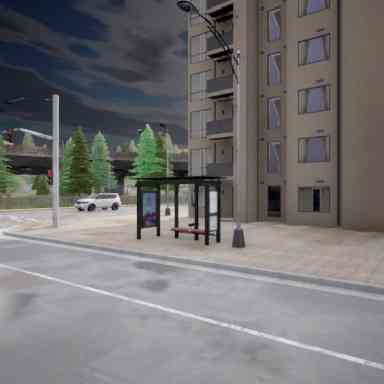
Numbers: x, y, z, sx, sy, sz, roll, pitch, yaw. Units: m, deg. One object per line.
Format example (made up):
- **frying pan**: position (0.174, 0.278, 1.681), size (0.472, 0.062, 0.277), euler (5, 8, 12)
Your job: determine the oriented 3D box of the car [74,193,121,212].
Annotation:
- **car**: position (-10.763, 1.167, 38.498), size (2.150, 2.045, 5.566), euler (0, 0, 37)
